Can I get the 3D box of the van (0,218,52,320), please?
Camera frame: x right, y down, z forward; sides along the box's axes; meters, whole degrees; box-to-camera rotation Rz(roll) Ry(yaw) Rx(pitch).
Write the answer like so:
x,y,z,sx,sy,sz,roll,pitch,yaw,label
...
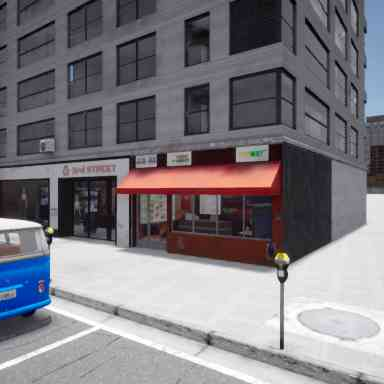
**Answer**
x,y,z,sx,sy,sz,roll,pitch,yaw,label
-4.327,1.341,6.165,3.998,1.788,1.690,0,0,36,van
